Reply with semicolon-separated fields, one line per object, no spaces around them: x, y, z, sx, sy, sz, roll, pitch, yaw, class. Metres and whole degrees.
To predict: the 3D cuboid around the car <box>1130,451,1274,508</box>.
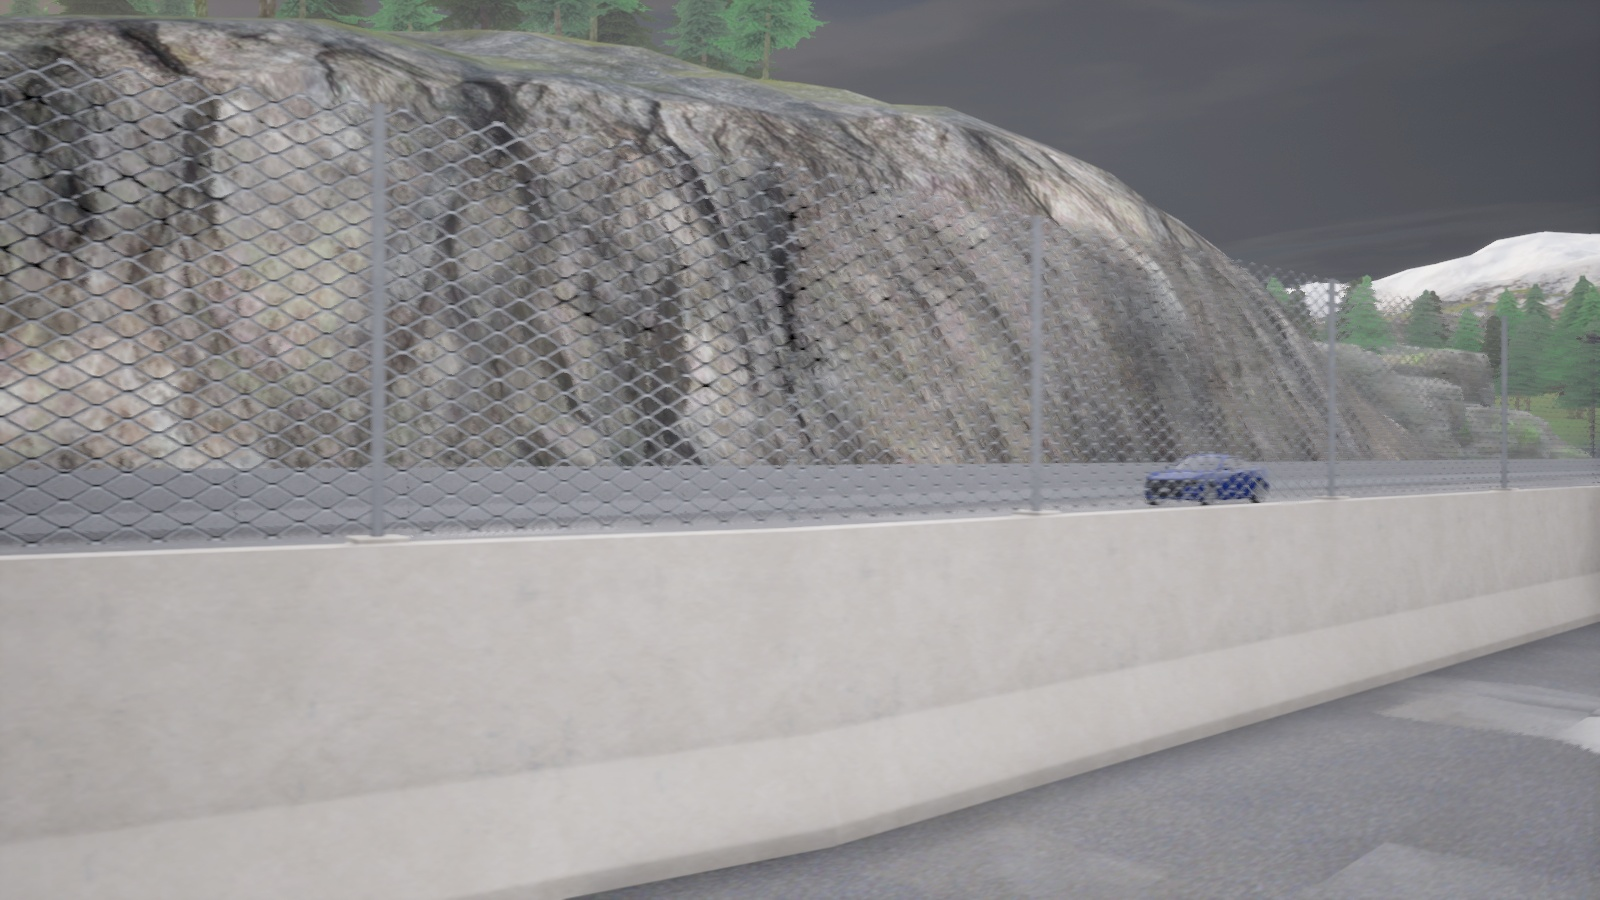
11.730;0.794;36.459;5.008;1.535;1.882;0;0;-45;car
